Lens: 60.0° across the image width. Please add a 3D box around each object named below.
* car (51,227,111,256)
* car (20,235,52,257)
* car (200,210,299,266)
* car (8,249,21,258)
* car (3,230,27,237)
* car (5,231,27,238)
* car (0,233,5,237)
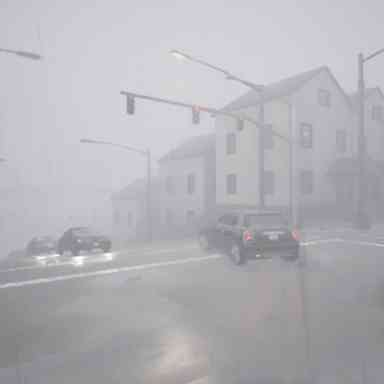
[{"bbox_3d":[-5.974,2.631,18.060,1.812,1.442,4.674,0,-9,-35],"label":"car"},{"bbox_3d":[-11.728,4.246,26.225,2.128,1.511,4.902,0,-12,-35],"label":"car"},{"bbox_3d":[1.858,1.419,12.151,2.097,1.767,4.553,0,0,-17],"label":"car"},{"bbox_3d":[-17.693,6.933,34.445,2.150,2.045,5.566,-1,-20,-35],"label":"car"},{"bbox_3d":[-42.261,9.939,79.476,4.536,1.218,1.853,0,0,-7],"label":"car"},{"bbox_3d":[-42.208,10.097,79.482,4.974,1.542,2.038,0,0,-7],"label":"car"},{"bbox_3d":[-46.134,10.102,75.738,2.038,1.542,4.974,0,0,18],"label":"car"}]
